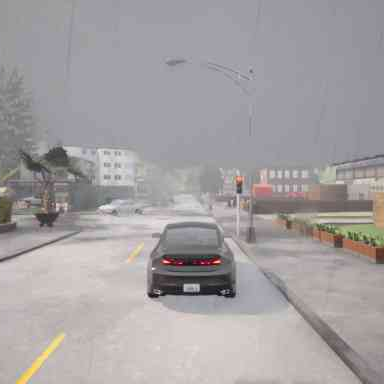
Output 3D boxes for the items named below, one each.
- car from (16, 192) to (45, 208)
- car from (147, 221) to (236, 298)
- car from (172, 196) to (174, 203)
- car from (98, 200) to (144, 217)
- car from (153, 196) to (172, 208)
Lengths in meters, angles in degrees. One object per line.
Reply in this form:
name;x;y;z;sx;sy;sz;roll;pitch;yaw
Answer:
car;-20.111;0.986;42.178;1.905;1.878;3.866;0;0;35
car;-0.008;1.505;8.495;1.837;1.490;4.892;0;0;0
car;-4.581;1.477;66.654;1.882;1.535;5.008;0;0;0
car;-6.614;1.526;31.440;1.812;1.442;4.674;2;1;39
car;-4.498;1.490;47.893;2.128;1.511;4.902;0;0;0
